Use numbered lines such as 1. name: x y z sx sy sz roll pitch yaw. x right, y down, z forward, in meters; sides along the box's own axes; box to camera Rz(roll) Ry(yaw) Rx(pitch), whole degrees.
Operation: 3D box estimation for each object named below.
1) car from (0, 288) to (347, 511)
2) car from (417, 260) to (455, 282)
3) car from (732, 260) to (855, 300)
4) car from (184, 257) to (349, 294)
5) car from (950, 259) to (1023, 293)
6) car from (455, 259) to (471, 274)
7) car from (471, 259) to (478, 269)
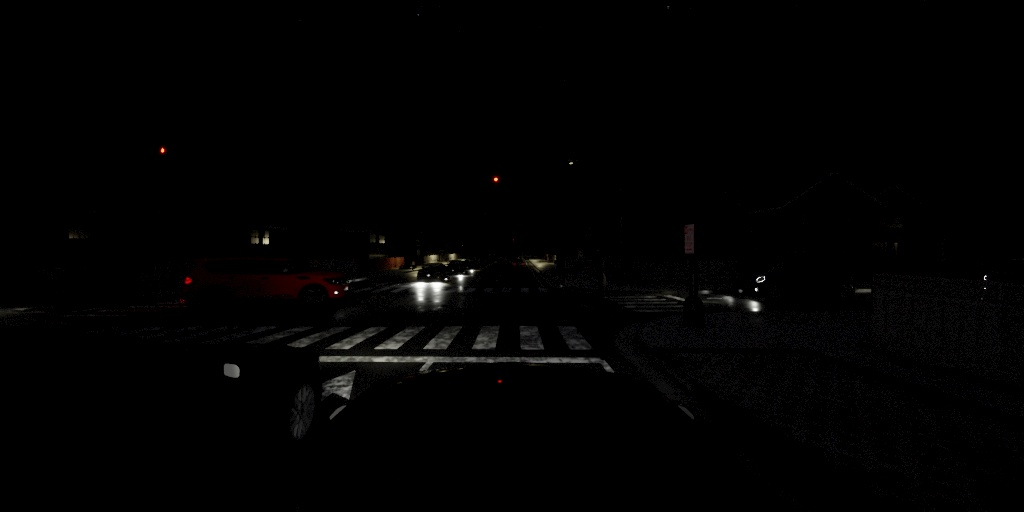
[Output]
1. car: -3.153 1.228 2.192 1.882 1.535 5.008 0 0 1
2. car: -6.137 1.251 28.484 1.994 1.385 4.181 0 0 1
3. car: 12.647 0.994 16.349 4.553 1.767 2.097 0 0 -1
4. car: -9.735 1.043 14.597 5.566 2.045 2.150 0 0 -15
5. car: 22.720 0.914 16.451 4.553 1.767 2.097 0 0 0
6. car: -5.964 1.166 38.776 1.812 1.442 4.674 0 0 1
7. car: -5.767 1.061 49.419 2.033 1.411 5.357 0 1 2
